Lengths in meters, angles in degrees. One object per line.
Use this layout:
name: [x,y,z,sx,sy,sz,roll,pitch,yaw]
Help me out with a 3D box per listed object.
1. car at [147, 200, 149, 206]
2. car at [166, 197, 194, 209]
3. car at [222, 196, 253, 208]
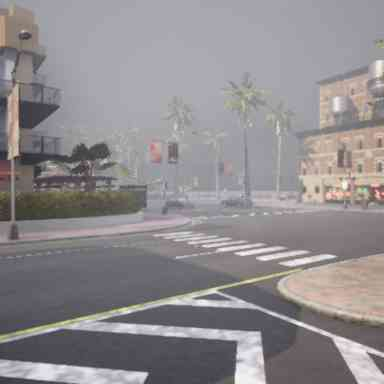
car: [-8.508,1.402,52.401,1.812,1.442,4.674,0,0,-35]
car: [-1.612,1.402,42.521,1.812,1.442,4.674,0,0,-35]
car: [5.948,1.329,44.242,2.128,1.511,4.902,0,0,-35]
